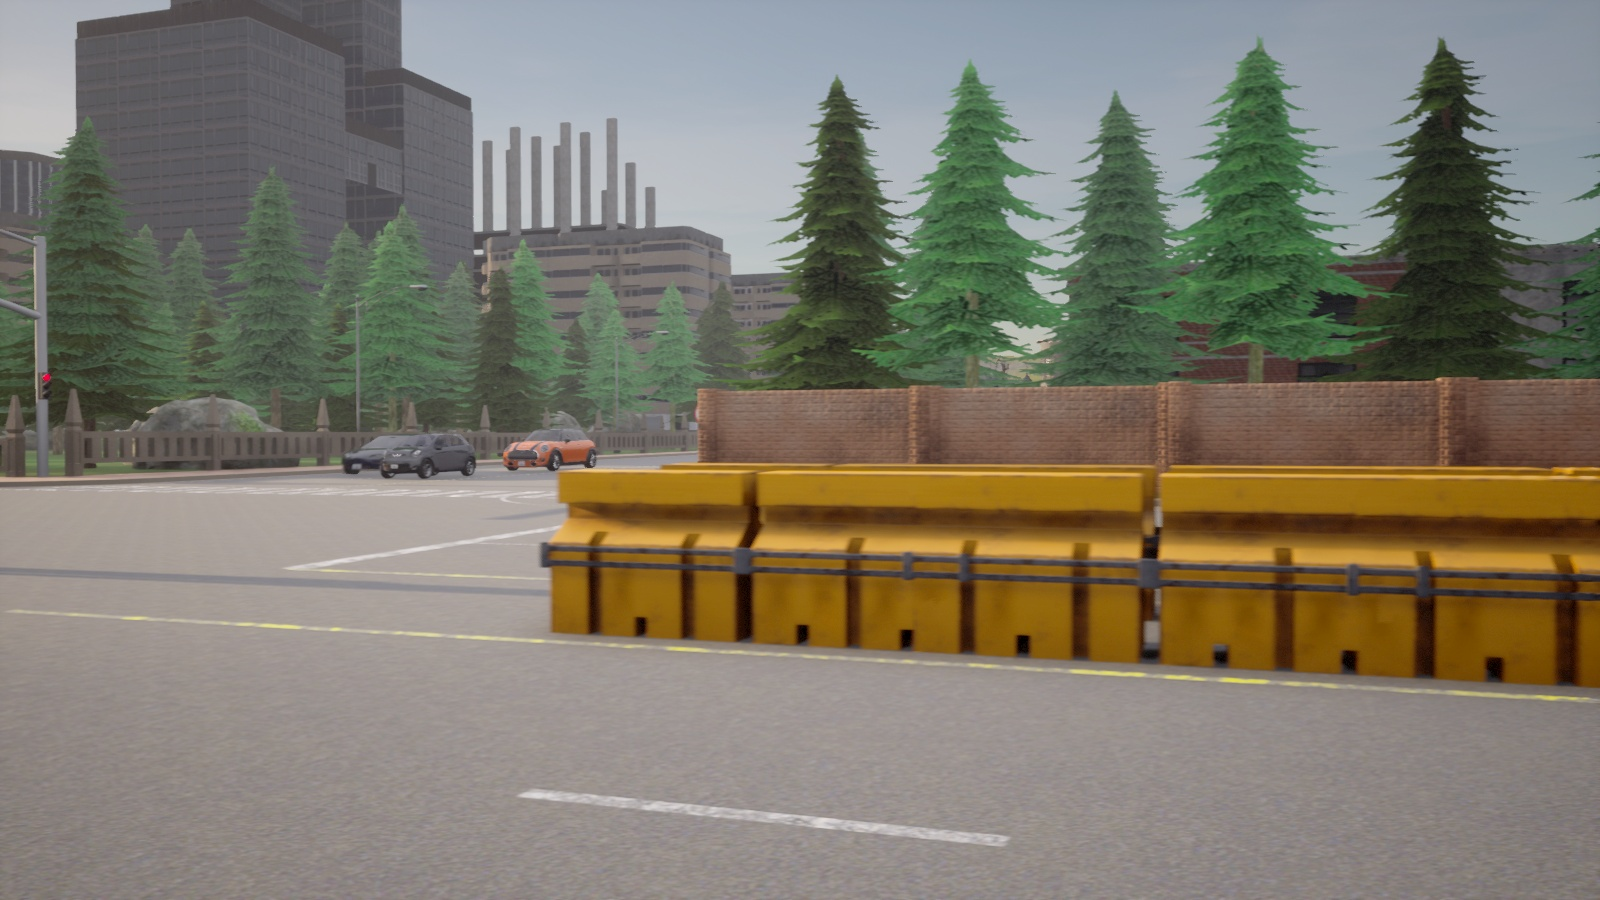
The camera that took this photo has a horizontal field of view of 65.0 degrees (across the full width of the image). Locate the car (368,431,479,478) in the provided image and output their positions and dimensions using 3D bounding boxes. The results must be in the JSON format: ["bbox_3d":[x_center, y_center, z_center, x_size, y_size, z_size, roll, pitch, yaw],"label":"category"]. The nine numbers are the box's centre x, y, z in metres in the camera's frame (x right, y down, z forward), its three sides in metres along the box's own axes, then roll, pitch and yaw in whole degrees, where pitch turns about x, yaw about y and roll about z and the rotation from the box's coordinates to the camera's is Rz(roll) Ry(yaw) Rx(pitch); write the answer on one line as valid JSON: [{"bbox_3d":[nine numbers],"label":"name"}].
[{"bbox_3d":[-12.678,0.112,42.510,1.845,1.501,3.633,1,1,18],"label":"car"}]

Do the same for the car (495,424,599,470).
[{"bbox_3d":[-10.072,-0.159,50.373,2.097,1.767,4.553,1,1,18],"label":"car"}]

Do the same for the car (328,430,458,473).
[{"bbox_3d":[-15.002,0.023,46.624,2.163,1.488,4.792,1,1,18],"label":"car"}]
